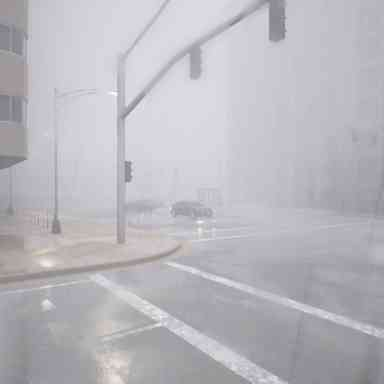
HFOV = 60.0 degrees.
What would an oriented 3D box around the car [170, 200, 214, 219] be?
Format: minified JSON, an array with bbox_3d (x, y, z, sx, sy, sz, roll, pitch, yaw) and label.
[{"bbox_3d":[-0.095,1.505,29.185,1.837,1.490,4.892,0,0,-36],"label":"car"}]

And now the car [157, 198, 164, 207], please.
[{"bbox_3d":[-6.272,1.547,43.914,2.033,1.411,5.357,0,0,-36],"label":"car"}]

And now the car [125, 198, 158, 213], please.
[{"bbox_3d":[-6.081,1.601,37.409,1.895,1.301,4.718,0,0,-36],"label":"car"}]
